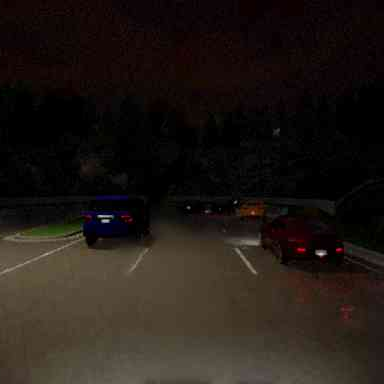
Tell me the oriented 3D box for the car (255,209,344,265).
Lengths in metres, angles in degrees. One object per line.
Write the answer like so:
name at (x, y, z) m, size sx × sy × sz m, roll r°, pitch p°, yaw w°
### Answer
car at (3.618, 1.526, 11.567) m, size 1.812 × 1.442 × 4.674 m, roll 0°, pitch 0°, yaw 0°

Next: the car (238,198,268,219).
car at (5.425, 1.477, 28.634) m, size 1.882 × 1.535 × 5.008 m, roll 0°, pitch 0°, yaw 14°

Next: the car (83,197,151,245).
car at (-3.324, 1.221, 15.700) m, size 2.150 × 2.045 × 5.566 m, roll 0°, pitch 0°, yaw 1°

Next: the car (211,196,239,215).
car at (3.294, 1.478, 33.948) m, size 1.882 × 1.535 × 5.008 m, roll 0°, pitch 0°, yaw 16°

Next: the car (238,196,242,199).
car at (5.970, 1.352, 44.073) m, size 2.097 × 1.767 × 4.553 m, roll 0°, pitch 0°, yaw 13°

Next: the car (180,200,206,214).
car at (0.197, 1.563, 35.856) m, size 1.994 × 1.385 × 4.181 m, roll 0°, pitch 0°, yaw 16°
